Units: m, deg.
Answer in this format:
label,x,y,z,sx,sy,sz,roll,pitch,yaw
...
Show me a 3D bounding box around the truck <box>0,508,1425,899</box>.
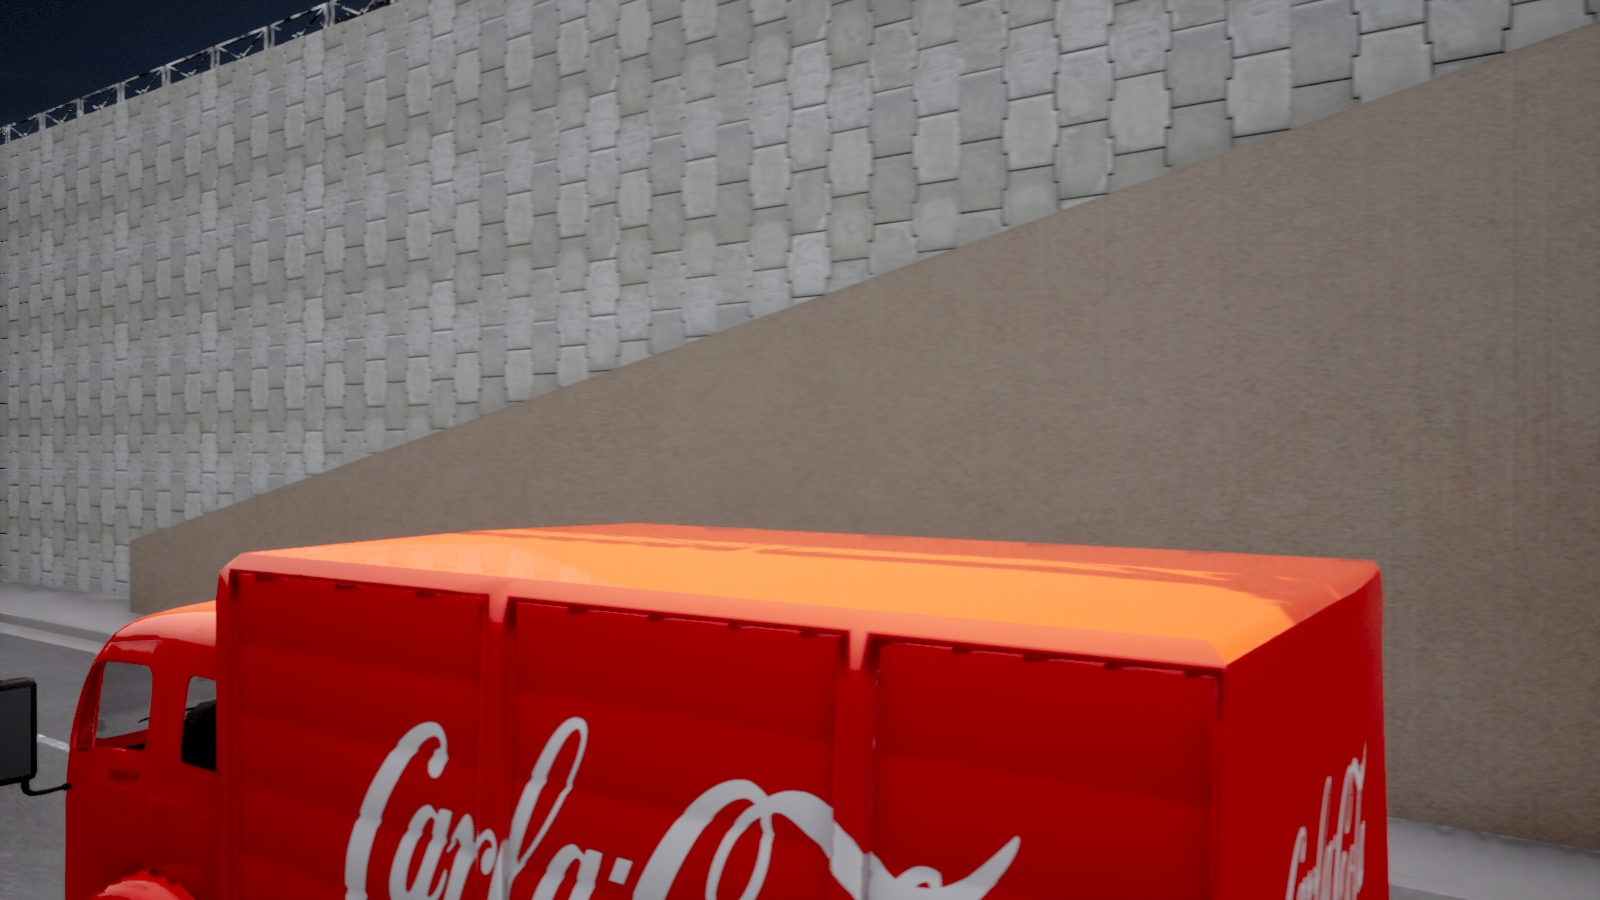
label,x,y,z,sx,sy,sz,roll,pitch,yaw
truck,-0.755,1.561,4.308,5.204,2.467,2.627,-1,0,35
